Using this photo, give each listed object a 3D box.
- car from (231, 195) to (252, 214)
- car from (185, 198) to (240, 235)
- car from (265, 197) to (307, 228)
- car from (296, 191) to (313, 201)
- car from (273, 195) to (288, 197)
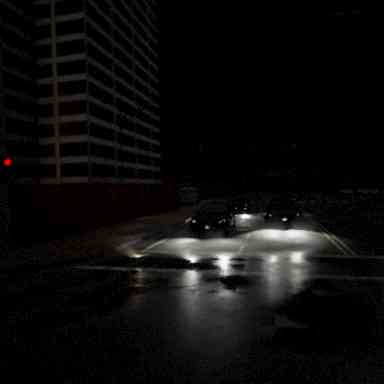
[{"bbox_3d":[4.150,1.036,29.155,1.837,1.490,4.892,-1,1,14],"label":"car"},{"bbox_3d":[1.209,1.284,17.287,1.812,1.442,4.674,-1,1,13],"label":"car"},{"bbox_3d":[5.199,1.192,18.908,1.994,1.385,4.181,-1,1,14],"label":"car"},{"bbox_3d":[16.103,0.535,47.546,1.994,1.385,4.181,-1,1,12],"label":"car"},{"bbox_3d":[7.998,0.959,30.115,2.033,1.411,5.357,-1,1,14],"label":"car"}]
